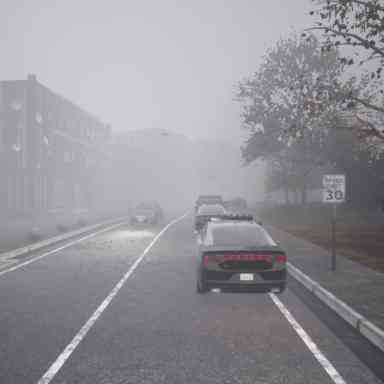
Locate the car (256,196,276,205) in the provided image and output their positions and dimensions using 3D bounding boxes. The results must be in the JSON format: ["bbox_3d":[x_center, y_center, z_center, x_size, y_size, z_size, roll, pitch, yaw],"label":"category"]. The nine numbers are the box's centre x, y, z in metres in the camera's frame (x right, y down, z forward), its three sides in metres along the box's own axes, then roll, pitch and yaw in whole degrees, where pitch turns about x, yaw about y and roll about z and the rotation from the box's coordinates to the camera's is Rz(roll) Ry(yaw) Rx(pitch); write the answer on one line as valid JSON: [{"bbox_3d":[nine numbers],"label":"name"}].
[{"bbox_3d":[12.262,1.308,55.298,1.812,1.442,4.674,-1,1,40],"label":"car"}]

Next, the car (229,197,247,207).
[{"bbox_3d":[5.939,1.406,45.017,1.882,1.535,5.008,0,0,28],"label":"car"}]

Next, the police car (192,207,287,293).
[{"bbox_3d":[1.051,1.428,8.972,1.930,1.638,5.238,0,0,0],"label":"police car"}]

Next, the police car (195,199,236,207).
[{"bbox_3d":[1.103,1.429,18.910,1.930,1.638,5.238,0,0,1],"label":"police car"}]

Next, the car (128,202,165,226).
[{"bbox_3d":[-3.085,1.499,23.255,2.128,1.511,4.902,0,0,3],"label":"car"}]

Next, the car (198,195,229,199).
[{"bbox_3d":[1.389,1.226,24.657,2.150,2.045,5.566,0,0,5],"label":"car"}]
